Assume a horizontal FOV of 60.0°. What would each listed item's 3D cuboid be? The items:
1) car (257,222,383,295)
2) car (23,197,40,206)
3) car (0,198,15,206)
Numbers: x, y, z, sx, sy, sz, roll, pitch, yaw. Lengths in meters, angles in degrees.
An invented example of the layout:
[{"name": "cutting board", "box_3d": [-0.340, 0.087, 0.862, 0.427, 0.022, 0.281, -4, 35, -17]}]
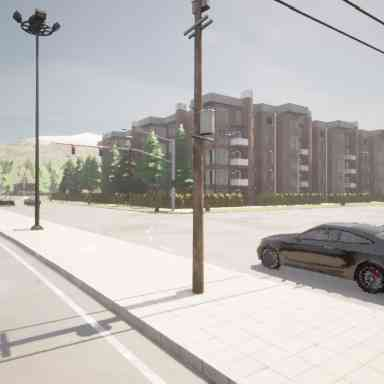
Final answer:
[{"name": "car", "box_3d": [3.862, 1.525, 8.822, 1.812, 1.442, 4.674, 0, 0, -36]}, {"name": "car", "box_3d": [-26.841, 1.564, 55.654, 1.994, 1.385, 4.181, 0, 0, -36]}, {"name": "car", "box_3d": [-30.543, 1.601, 54.810, 1.895, 1.301, 4.718, 0, 0, -36]}]
